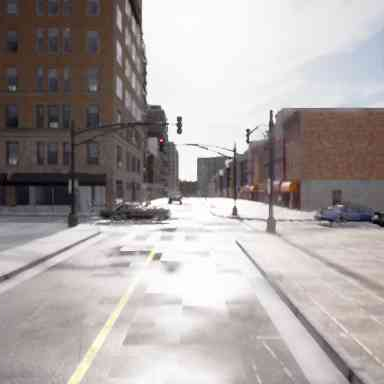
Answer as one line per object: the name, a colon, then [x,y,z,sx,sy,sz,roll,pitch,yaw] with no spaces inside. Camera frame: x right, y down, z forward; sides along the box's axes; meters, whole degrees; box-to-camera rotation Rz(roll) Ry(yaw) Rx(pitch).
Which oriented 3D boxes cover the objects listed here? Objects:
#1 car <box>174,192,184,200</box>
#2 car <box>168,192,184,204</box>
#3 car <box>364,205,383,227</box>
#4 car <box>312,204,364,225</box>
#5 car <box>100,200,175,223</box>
car: [-2.777,0.836,71.571,1.882,1.535,5.008,0,0,0]
car: [-2.814,0.955,56.200,2.150,2.045,5.566,0,0,1]
car: [13.212,1.553,20.113,4.313,1.339,1.947,0,0,0]
car: [11.145,1.502,22.741,5.357,1.411,2.033,0,0,0]
car: [-3.744,1.435,22.879,4.718,1.301,1.895,0,0,1]
